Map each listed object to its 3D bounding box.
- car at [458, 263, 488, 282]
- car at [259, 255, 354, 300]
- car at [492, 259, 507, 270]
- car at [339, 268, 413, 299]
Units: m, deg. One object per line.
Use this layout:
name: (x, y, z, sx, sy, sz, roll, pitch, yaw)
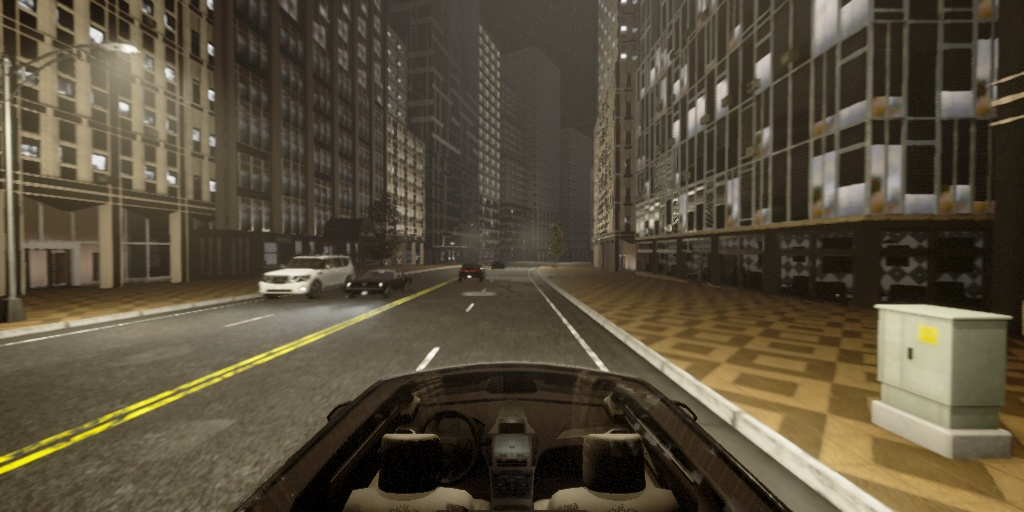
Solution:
car: (-3.130, 1.255, 28.879, 1.837, 1.490, 4.892, 0, 0, 0)
car: (-9.830, 0.968, 17.885, 2.150, 2.045, 5.566, 0, 0, 0)
car: (-1.825, 1.249, 53.519, 1.882, 1.535, 5.008, 0, 0, 6)
car: (-6.577, 1.349, 18.188, 1.895, 1.301, 4.718, 0, 0, 0)
